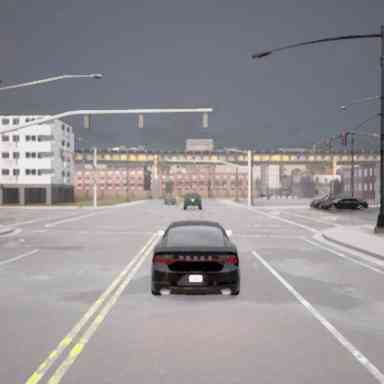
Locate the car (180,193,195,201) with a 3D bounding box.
[{"bbox_3d":[-1.183,1.222,83.817,2.097,1.767,4.553,0,0,23],"label":"car"}]

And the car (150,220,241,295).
[{"bbox_3d":[0.080,1.464,8.696,1.882,1.535,5.008,0,0,0],"label":"car"}]

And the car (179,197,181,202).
[{"bbox_3d":[-3.510,1.368,69.198,1.882,1.535,5.008,0,0,0],"label":"car"}]

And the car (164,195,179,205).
[{"bbox_3d":[-3.579,1.414,54.901,1.837,1.490,4.892,0,1,0],"label":"car"}]

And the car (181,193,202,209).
[{"bbox_3d":[0.089,1.140,42.510,2.150,2.045,5.566,0,-1,0],"label":"car"}]

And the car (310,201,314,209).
[{"bbox_3d":[16.274,1.172,39.047,4.553,1.767,2.097,-1,0,1],"label":"car"}]

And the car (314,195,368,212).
[{"bbox_3d":[16.143,1.329,35.552,4.892,1.490,1.837,-1,0,1],"label":"car"}]
